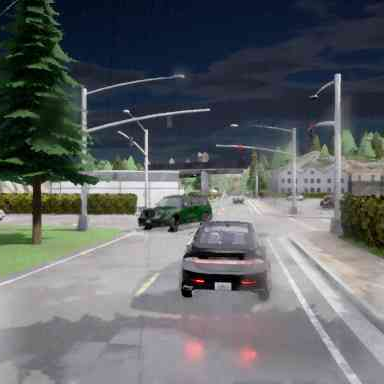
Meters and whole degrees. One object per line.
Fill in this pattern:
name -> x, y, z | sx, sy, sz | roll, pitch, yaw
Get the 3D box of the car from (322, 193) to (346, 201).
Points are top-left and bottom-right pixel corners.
car -> 31.809, 1.092, 74.527 | 4.605, 1.855, 1.932 | 0, 0, 8

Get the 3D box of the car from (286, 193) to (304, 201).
car -> 24.474, 1.071, 78.876 | 3.866, 1.878, 1.905 | 0, 0, 8

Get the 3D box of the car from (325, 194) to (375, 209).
car -> 18.312, 1.337, 38.623 | 4.514, 1.523, 2.007 | 0, 0, 8

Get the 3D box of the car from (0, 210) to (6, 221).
car -> -16.566, 1.524, 25.214 | 4.674, 1.442, 1.812 | 0, 0, 8

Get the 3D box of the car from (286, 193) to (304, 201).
car -> 23.406, 1.355, 75.668 | 3.806, 1.475, 1.970 | 0, 0, 8

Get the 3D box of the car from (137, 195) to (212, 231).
car -> -0.854, 1.220, 20.137 | 2.150, 2.045, 5.566 | -2, -1, 33

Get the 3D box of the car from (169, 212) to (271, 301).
car -> 0.890, 1.491, 8.417 | 2.128, 1.511, 4.902 | 0, 0, 8

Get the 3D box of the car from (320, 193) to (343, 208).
car -> 18.696, 1.327, 41.736 | 5.027, 1.636, 2.152 | 0, 0, 8

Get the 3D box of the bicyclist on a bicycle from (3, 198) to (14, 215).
bicyclist on a bicycle -> -17.942, 1.451, 32.551 | 0.582, 1.620, 1.656 | 0, 0, 7

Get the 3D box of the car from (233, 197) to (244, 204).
car -> 8.735, 1.596, 62.337 | 1.895, 1.301, 4.718 | 0, 0, 8

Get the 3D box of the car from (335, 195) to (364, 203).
car -> 29.373, 1.293, 62.291 | 4.514, 1.523, 2.007 | 0, 0, 8
